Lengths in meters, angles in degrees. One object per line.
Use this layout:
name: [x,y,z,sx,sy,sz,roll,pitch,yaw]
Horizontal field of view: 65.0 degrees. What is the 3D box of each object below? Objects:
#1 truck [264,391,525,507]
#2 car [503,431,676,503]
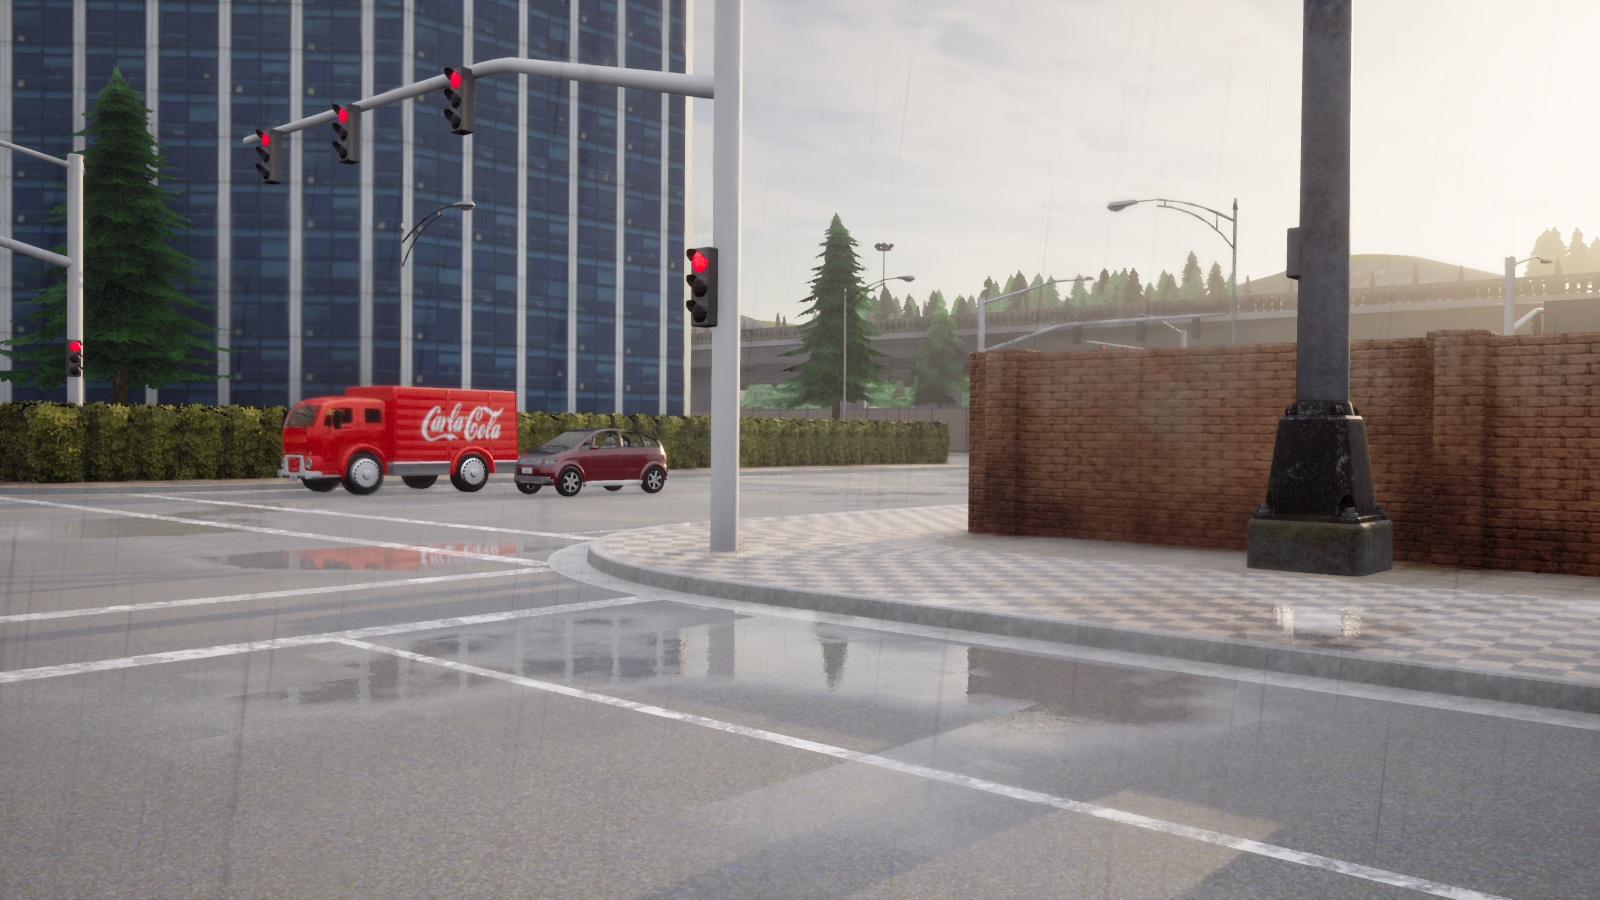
truck: [-9.437,-0.075,29.589,2.627,2.467,5.204,0,1,41]
car: [-4.882,0.352,29.483,1.789,1.549,3.705,0,1,41]
